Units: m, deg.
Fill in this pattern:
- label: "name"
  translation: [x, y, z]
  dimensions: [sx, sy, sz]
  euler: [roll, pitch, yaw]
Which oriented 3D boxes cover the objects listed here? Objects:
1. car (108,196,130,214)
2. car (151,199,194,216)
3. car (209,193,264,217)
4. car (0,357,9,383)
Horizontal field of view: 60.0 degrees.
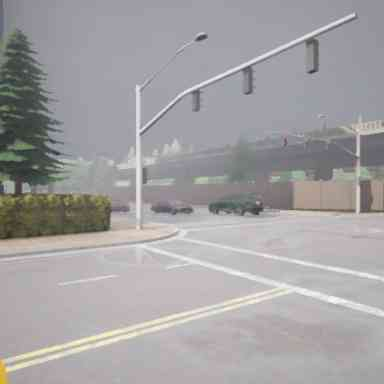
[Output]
- label: "car"
  translation: [-8.073, 1.233, 34.075]
  dimensions: [2.097, 1.767, 4.553]
  euler: [0, 0, -35]
- label: "car"
  translation: [-1.980, 1.410, 31.540]
  dimensions: [2.033, 1.411, 5.357]
  euler: [0, 0, -35]
- label: "car"
  translation: [3.891, 1.066, 29.805]
  dimensions: [2.150, 2.045, 5.566]
  euler: [0, 0, -36]
- label: "car"
  translation: [-3.522, 1.488, 1.282]
  dimensions: [5.008, 1.535, 1.882]
  euler: [0, 0, -35]
